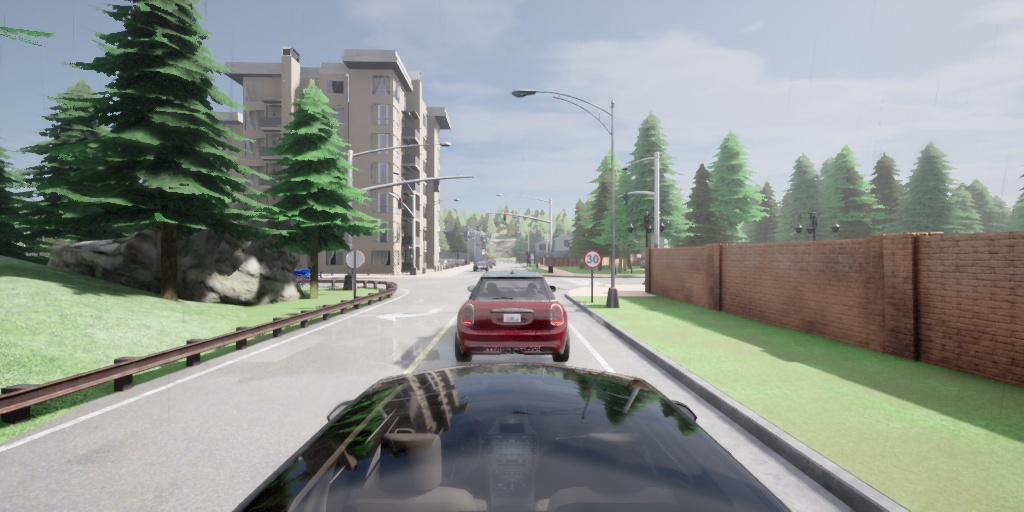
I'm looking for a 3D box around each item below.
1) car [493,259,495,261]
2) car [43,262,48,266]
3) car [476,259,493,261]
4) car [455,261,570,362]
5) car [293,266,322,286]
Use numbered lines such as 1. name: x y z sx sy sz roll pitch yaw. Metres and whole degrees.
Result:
1. car: -4.058 1.314 56.548 1.994 1.385 4.181 0 0 0
2. car: -30.468 0.989 24.696 5.566 2.045 2.150 0 0 -1
3. car: -3.983 1.241 46.694 2.128 1.511 4.902 0 0 -1
4. car: 0.005 1.102 8.373 2.097 1.767 4.553 0 0 0
5. car: -15.957 1.243 24.988 5.008 1.535 1.882 0 0 -1
